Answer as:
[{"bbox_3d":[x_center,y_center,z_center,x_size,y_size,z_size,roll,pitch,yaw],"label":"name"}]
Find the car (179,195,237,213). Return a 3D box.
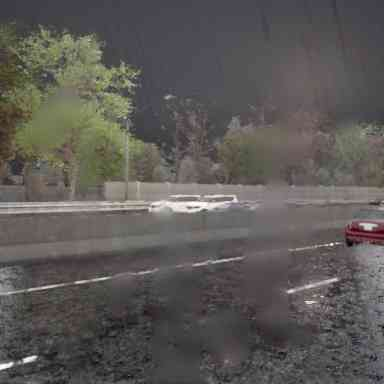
[{"bbox_3d":[1.976,1.317,31.198,5.566,2.045,2.150,-1,0,-35],"label":"car"}]

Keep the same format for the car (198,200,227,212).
[{"bbox_3d":[3.090,1.622,27.694,4.674,1.442,1.812,0,0,-35],"label":"car"}]

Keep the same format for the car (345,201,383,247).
[{"bbox_3d":[8.572,1.430,14.162,4.553,1.767,2.097,0,0,-35],"label":"car"}]

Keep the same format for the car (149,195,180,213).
[{"bbox_3d":[-1.465,1.311,32.491,5.566,2.045,2.150,0,0,-38],"label":"car"}]

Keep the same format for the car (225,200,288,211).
[{"bbox_3d":[5.155,1.574,24.866,5.008,1.535,1.882,0,0,-35],"label":"car"}]
